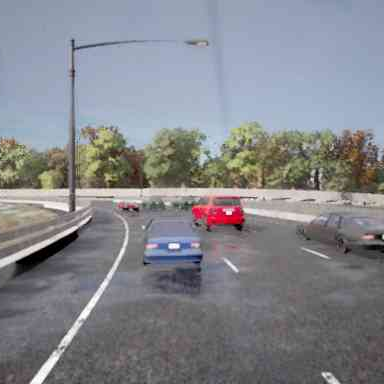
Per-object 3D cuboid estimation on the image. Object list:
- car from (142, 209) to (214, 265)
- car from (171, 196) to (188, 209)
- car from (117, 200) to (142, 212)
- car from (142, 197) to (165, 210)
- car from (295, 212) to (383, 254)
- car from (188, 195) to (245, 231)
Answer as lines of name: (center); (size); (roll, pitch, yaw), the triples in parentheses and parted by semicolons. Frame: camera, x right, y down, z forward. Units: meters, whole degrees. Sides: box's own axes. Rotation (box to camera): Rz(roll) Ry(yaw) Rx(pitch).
car: (-0.781, 1.541, 11.680); (2.033, 1.411, 5.357); (0, 0, -7)
car: (-1.036, 1.321, 40.761); (2.097, 1.767, 4.553); (0, 0, -21)
car: (-7.417, 1.597, 38.041); (1.895, 1.301, 4.718); (0, 0, -21)
car: (-4.858, 1.336, 40.915); (2.097, 1.767, 4.553); (0, 0, -22)
car: (6.053, 1.513, 13.349); (2.033, 1.411, 5.357); (0, 0, -7)
car: (1.452, 1.200, 20.253); (2.150, 2.045, 5.566); (0, 0, -11)
